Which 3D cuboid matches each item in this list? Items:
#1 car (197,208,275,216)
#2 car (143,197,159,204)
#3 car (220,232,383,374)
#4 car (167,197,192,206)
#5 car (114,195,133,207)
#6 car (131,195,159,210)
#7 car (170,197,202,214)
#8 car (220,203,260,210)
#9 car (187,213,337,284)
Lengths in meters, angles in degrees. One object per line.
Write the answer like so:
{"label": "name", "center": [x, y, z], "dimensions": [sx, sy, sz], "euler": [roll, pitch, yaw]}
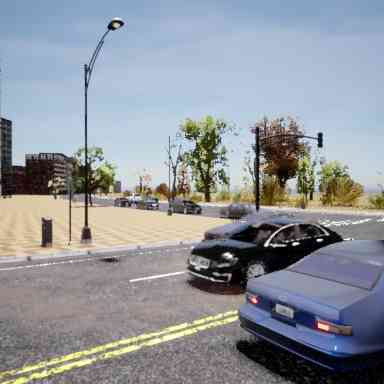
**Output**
{"label": "car", "center": [3.020, 1.546, 13.537], "dimensions": [5.357, 1.411, 2.033], "euler": [0, 0, -33]}
{"label": "car", "center": [-8.586, 1.667, 69.327], "dimensions": [1.994, 1.385, 4.181], "euler": [0, 0, -29]}
{"label": "car", "center": [3.245, 1.547, 5.613], "dimensions": [5.357, 1.411, 2.033], "euler": [0, 0, -34]}
{"label": "car", "center": [-2.218, 1.631, 58.141], "dimensions": [2.033, 1.411, 5.357], "euler": [0, 0, -30]}
{"label": "car", "center": [-11.346, 1.627, 54.163], "dimensions": [1.837, 1.490, 4.892], "euler": [0, 0, -30]}
{"label": "car", "center": [-6.110, 1.594, 45.241], "dimensions": [2.128, 1.511, 4.902], "euler": [0, 0, -31]}
{"label": "car", "center": [-0.731, 1.585, 36.408], "dimensions": [1.837, 1.490, 4.892], "euler": [0, 0, -32]}
{"label": "car", "center": [4.445, 1.604, 27.998], "dimensions": [2.033, 1.411, 5.357], "euler": [0, 0, -31]}
{"label": "car", "center": [2.150, 1.504, 9.036], "dimensions": [4.892, 1.490, 1.837], "euler": [0, 0, -34]}
